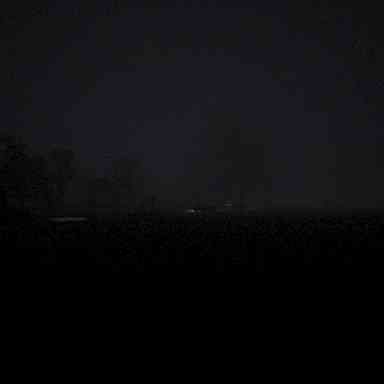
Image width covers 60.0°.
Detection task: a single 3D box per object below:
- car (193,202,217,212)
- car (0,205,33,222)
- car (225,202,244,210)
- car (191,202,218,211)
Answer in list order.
[{"bbox_3d":[1.971,2.422,53.021,1.812,1.442,4.674,1,0,36],"label":"car"},{"bbox_3d":[-15.989,1.846,28.102,2.128,1.511,4.902,1,0,36],"label":"car"},{"bbox_3d":[7.948,2.559,61.426,2.128,1.511,4.902,1,0,36],"label":"car"},{"bbox_3d":[2.311,2.482,58.294,2.033,1.411,5.357,1,0,36],"label":"car"}]
